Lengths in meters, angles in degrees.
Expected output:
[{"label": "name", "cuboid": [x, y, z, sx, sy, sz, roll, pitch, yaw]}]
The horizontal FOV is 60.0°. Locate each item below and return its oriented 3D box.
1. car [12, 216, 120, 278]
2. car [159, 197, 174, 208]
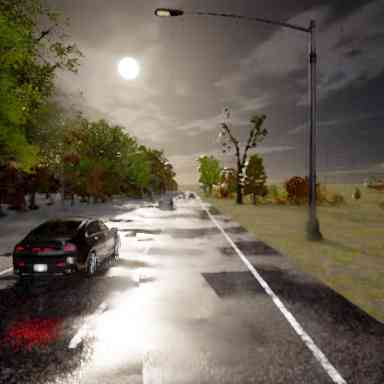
[{"label": "car", "cuboid": [-3.501, 1.501, 10.108, 1.837, 1.490, 4.892, 0, 0, 0]}, {"label": "car", "cuboid": [-3.505, 1.449, 46.034, 2.128, 1.511, 4.902, 0, 0, 0]}]
